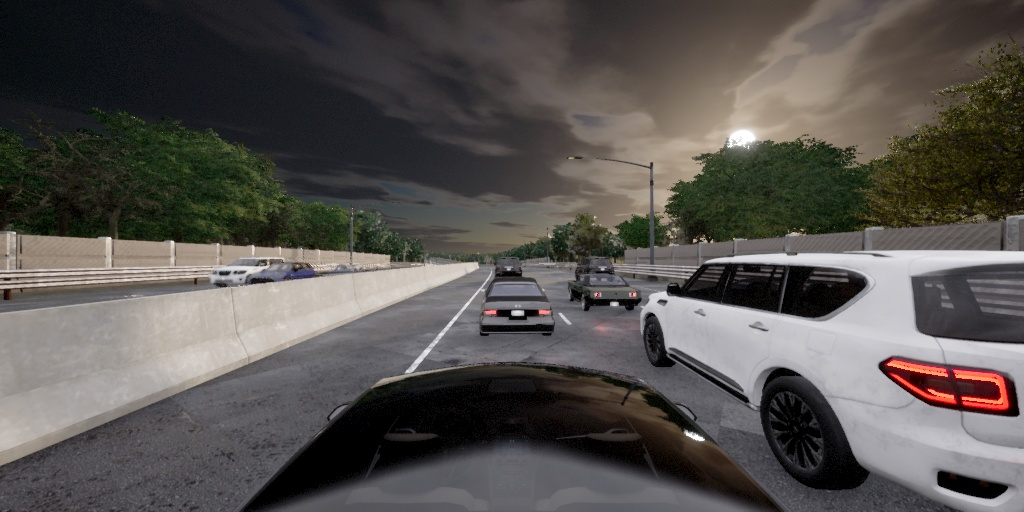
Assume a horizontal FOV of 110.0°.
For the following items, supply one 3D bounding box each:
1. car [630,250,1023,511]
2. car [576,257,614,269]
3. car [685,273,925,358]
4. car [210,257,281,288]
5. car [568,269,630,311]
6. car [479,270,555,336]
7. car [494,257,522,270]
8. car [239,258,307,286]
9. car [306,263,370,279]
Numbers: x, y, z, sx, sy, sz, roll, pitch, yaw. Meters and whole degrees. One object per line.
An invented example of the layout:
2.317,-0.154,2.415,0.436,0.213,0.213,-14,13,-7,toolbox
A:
3.570,0.971,4.705,2.150,2.045,5.566,0,0,1,car
6.692,1.113,29.410,2.150,2.045,5.566,0,-1,-1,car
7.052,1.299,9.713,2.033,1.411,5.357,0,0,-2,car
-17.906,1.070,24.923,2.150,2.045,5.566,0,-1,-1,car
3.485,1.364,14.494,1.895,1.301,4.718,0,0,-1,car
0.054,1.300,10.347,2.033,1.411,5.357,0,0,-2,car
-0.311,1.115,29.438,2.150,2.045,5.566,0,-1,-1,car
-14.361,1.176,22.659,2.097,1.767,4.553,0,-1,-1,car
-10.875,1.323,23.433,2.128,1.511,4.902,0,-1,-1,car
